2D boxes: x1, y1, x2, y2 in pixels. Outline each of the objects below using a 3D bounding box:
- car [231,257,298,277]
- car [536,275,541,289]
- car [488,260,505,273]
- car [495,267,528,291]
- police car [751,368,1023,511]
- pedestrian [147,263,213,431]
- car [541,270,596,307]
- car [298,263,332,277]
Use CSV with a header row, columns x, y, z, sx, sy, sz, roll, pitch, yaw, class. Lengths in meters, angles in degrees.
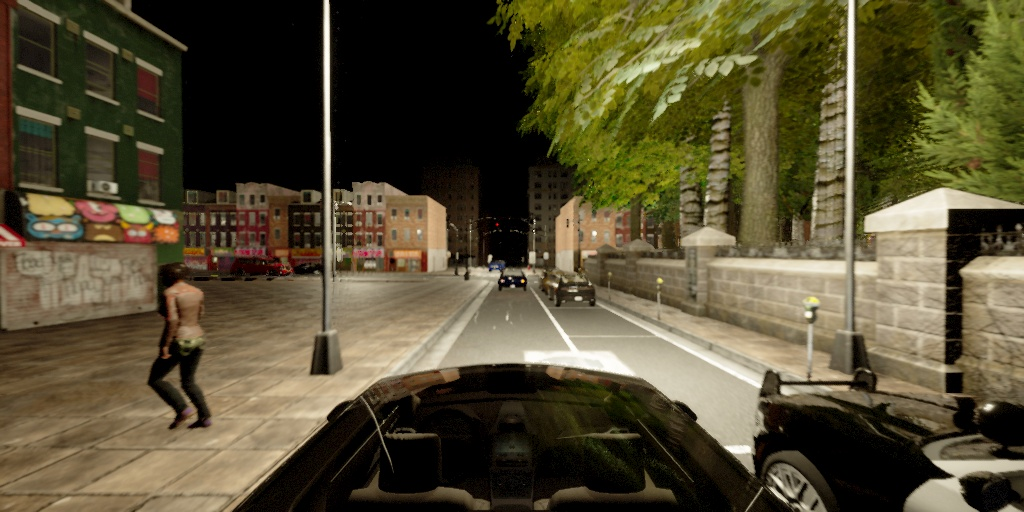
x,y,z,sx,sy,sz,roll,pitch,yaw,class
-25.662,1.175,36.859,5.566,2.045,2.150,1,1,0,car
2.665,1.490,21.412,1.751,1.417,4.829,0,0,0,car
-2.707,1.655,59.225,2.150,2.045,5.566,0,-1,1,car
0.052,1.600,24.196,1.895,1.301,4.718,0,-1,0,car
2.751,1.167,0.813,1.930,1.638,5.238,0,-1,0,police car
-3.515,0.913,3.800,0.375,1.860,0.375,-1,1,0,pedestrian
2.620,1.458,16.250,2.007,1.370,4.403,0,0,0,car
-22.570,1.463,39.763,4.892,1.490,1.837,1,1,1,car
